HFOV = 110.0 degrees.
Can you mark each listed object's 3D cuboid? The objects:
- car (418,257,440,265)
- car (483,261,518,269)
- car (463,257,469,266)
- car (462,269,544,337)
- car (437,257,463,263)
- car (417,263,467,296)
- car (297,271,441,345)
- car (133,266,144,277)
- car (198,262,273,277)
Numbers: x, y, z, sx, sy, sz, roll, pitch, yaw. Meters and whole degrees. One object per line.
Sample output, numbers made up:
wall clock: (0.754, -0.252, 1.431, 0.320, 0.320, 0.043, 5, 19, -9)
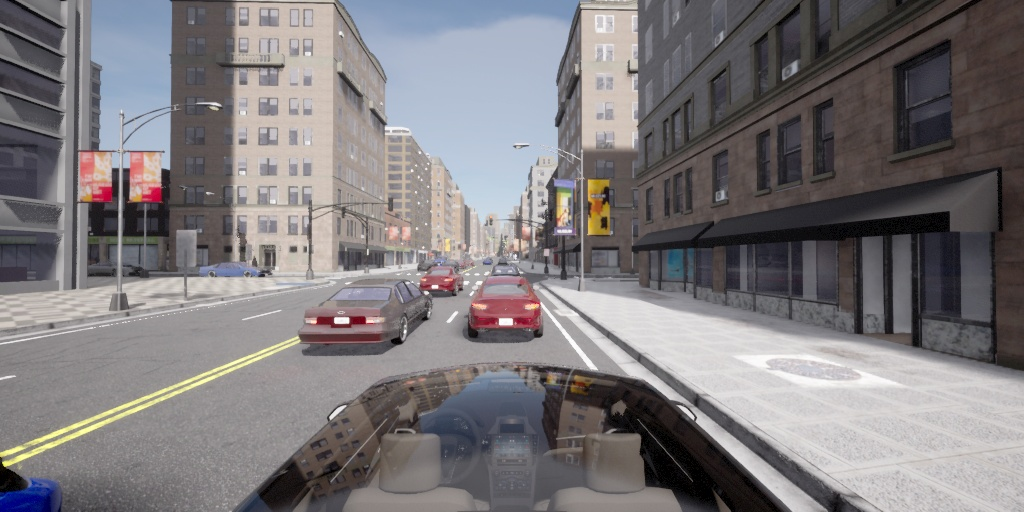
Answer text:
car: (-11.082, 1.208, 47.241, 1.882, 1.535, 5.008, 0, 0, -1)
car: (-0.405, 1.240, 19.234, 2.128, 1.511, 4.902, 0, 0, -3)
car: (-8.024, 1.249, 54.741, 1.812, 1.442, 4.674, 0, 0, -1)
car: (-0.179, 1.277, 10.150, 1.812, 1.442, 4.674, 0, 0, -1)
car: (-7.785, 1.209, 45.538, 1.882, 1.535, 5.008, 0, 0, -2)
car: (-3.660, 1.275, 19.057, 1.812, 1.442, 4.674, 0, 0, -1)
car: (-3.409, 1.298, 9.469, 2.033, 1.411, 5.357, 0, 0, -2)
car: (-33.632, 1.170, 30.416, 4.181, 1.385, 1.994, 0, -1, -2)
car: (-23.667, 1.196, 30.735, 5.357, 1.411, 2.033, 0, -1, 1)
